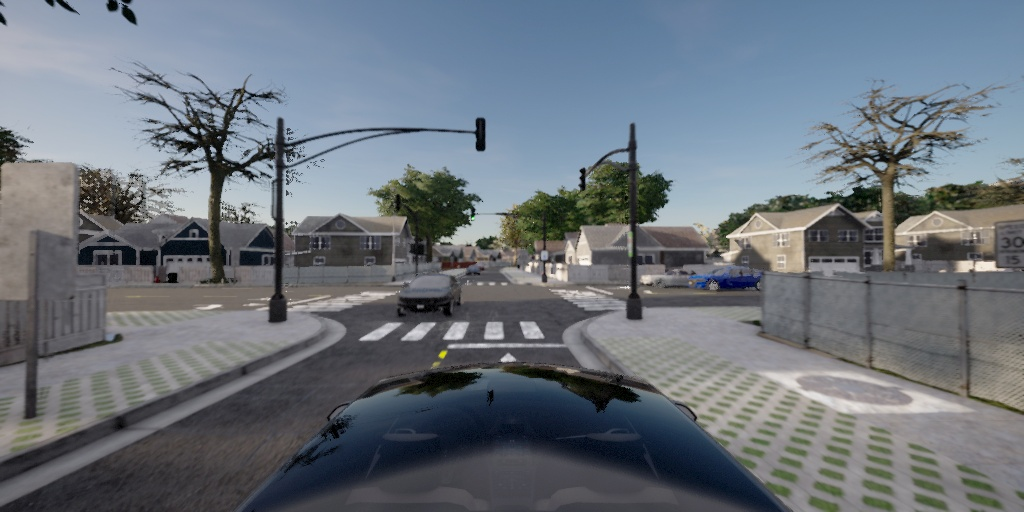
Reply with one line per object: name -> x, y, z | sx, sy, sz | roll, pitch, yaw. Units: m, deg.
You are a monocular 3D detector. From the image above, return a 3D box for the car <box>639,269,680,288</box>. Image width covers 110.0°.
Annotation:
car -> 11.758, 1.621, 25.891 | 4.718, 1.301, 1.895 | 0, -1, -2

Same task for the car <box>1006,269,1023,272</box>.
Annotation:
car -> 36.884, 0.937, 23.585 | 5.566, 2.045, 2.150 | -1, -1, -2

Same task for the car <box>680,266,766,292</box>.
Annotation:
car -> 13.745, 1.420, 22.716 | 5.008, 1.535, 1.882 | 0, -1, -2

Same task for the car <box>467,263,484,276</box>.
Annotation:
car -> -5.179, 1.948, 48.457 | 2.033, 1.411, 5.357 | 0, 0, -4

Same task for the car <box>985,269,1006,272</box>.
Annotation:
car -> 38.362, 1.308, 26.880 | 5.357, 1.411, 2.033 | -1, -1, -2

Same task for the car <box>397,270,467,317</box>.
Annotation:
car -> -3.097, 1.423, 14.278 | 1.882, 1.535, 5.008 | 0, -1, -2
